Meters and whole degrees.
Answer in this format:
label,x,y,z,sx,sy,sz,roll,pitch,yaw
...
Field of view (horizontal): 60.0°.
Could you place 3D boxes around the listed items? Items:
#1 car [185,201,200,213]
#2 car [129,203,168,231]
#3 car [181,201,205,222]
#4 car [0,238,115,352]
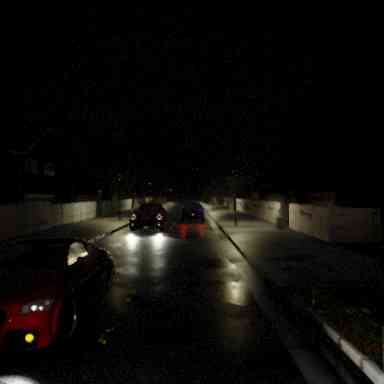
label,x,y,z,sx,sy,sz,roll,pitch,yaw
car,0.085,1.865,42.160,1.812,1.442,4.674,0,-1,0
car,-2.754,1.523,22.000,2.097,1.767,4.553,0,0,0
car,0.088,1.705,28.957,1.882,1.535,5.008,0,-1,0
car,-2.835,1.612,6.337,1.994,1.385,4.181,0,0,0
